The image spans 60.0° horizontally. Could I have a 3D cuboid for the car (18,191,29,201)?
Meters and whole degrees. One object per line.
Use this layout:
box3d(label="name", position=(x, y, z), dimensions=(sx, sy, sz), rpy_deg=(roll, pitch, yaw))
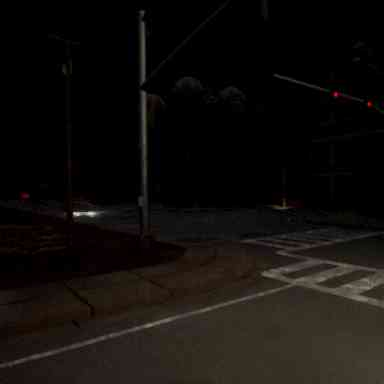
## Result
box3d(label="car", position=(-40.199, 0.891, 79.839), dimensions=(2.150, 2.045, 5.566), rpy_deg=(-1, 1, -37))

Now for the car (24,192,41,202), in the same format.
box3d(label="car", position=(-33.994, 1.250, 71.478), dimensions=(1.882, 1.535, 5.008), rpy_deg=(-1, 1, -37))

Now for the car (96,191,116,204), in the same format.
box3d(label="car", position=(-13.518, 0.852, 50.841), dimensions=(3.866, 1.878, 1.905), rpy_deg=(-2, 6, 11))

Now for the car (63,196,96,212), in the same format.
box3d(label="car", position=(-12.678, 1.293, 36.696), dimensions=(1.882, 1.535, 5.008), rpy_deg=(-1, 1, -36))
